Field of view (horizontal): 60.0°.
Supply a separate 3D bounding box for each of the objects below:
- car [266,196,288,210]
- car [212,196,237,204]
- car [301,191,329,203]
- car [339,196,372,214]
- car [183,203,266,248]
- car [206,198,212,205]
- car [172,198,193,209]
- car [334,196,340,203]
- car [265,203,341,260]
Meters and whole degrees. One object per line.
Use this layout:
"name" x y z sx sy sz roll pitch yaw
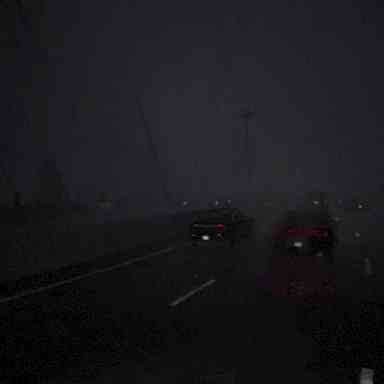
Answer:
"car" 8.537 1.147 33.362 2.097 1.767 4.553 -2 0 19
"car" 4.567 1.283 44.067 2.097 1.767 4.553 -2 0 19
"car" 10.964 0.939 29.602 2.150 2.045 5.566 -2 0 19
"car" 14.799 1.171 29.936 1.994 1.385 4.181 -2 0 19
"car" 1.513 1.459 14.586 2.128 1.511 4.902 -2 0 25
"car" 3.747 1.518 52.576 2.033 1.411 5.357 -2 0 19
"car" -1.380 1.590 48.319 1.882 1.535 5.008 -2 0 19
"car" 18.147 1.128 39.887 1.895 1.301 4.718 -2 0 18
"car" 4.196 1.367 12.082 1.882 1.535 5.008 -1 0 25
